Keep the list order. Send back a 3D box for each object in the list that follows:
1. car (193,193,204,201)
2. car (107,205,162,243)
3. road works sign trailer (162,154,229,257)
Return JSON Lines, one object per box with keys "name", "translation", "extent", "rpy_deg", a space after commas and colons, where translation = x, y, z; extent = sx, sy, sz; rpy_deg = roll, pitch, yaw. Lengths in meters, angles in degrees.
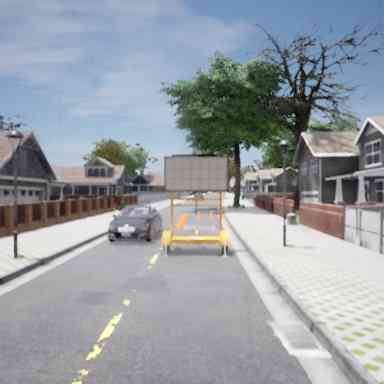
{"name": "car", "translation": [1.322, 0.910, 63.246], "extent": [1.837, 1.490, 4.892], "rpy_deg": [0, 0, 6]}
{"name": "car", "translation": [-2.528, 1.386, 15.628], "extent": [2.128, 1.511, 4.902], "rpy_deg": [0, 0, 2]}
{"name": "road works sign trailer", "translation": [0.166, 0.382, 12.548], "extent": [2.380, 3.560, 2.880], "rpy_deg": [0, 0, 2]}
